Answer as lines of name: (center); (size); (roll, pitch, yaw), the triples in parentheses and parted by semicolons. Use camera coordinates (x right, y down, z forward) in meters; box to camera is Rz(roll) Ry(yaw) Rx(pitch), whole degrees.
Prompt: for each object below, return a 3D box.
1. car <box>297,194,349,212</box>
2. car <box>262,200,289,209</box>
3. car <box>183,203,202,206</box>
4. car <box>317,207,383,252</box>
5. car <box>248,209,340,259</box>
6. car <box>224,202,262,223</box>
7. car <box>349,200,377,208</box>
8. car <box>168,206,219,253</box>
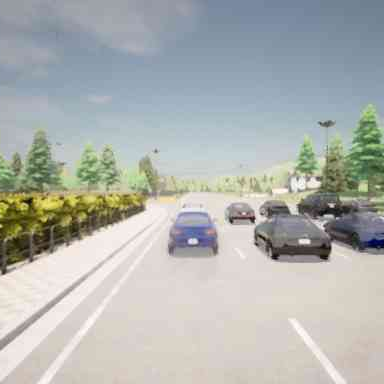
car: (10.570, 1.158, 27.788); (2.150, 2.045, 5.566); (0, 0, 0)
car: (7.078, 1.438, 28.880); (1.837, 1.490, 4.892); (0, 1, 0)
car: (0.067, 1.536, 27.355); (1.895, 1.301, 4.718); (0, 0, 0)
car: (7.074, 1.531, 13.831); (1.994, 1.385, 4.181); (0, 0, 0)
car: (3.567, 1.533, 12.499); (1.994, 1.385, 4.181); (0, 0, 0)
car: (3.551, 1.488, 25.069); (2.033, 1.411, 5.357); (0, 0, 0)
car: (14.078, 1.424, 28.786); (2.128, 1.511, 4.902); (0, 0, 0)
car: (0.073, 1.494, 13.442); (1.812, 1.442, 4.674); (0, 0, 1)
